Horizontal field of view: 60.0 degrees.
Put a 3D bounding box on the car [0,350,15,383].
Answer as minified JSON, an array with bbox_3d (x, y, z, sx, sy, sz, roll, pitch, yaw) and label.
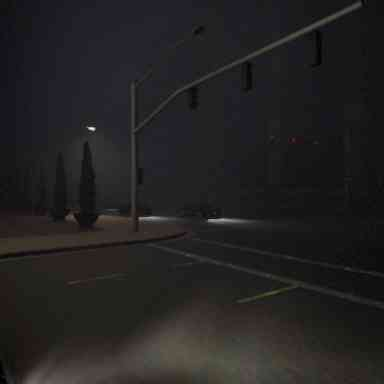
[{"bbox_3d":[-3.286,1.362,1.480,4.553,1.767,2.097,0,0,-35],"label":"car"}]

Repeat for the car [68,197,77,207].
[{"bbox_3d":[-18.896,1.513,50.418,1.837,1.490,4.892,0,0,-35],"label":"car"}]

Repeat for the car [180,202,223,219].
[{"bbox_3d":[0.738,1.544,28.703,1.994,1.385,4.181,0,0,-35],"label":"car"}]

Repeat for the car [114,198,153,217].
[{"bbox_3d":[-5.317,1.562,31.191,1.994,1.385,4.181,0,0,-35],"label":"car"}]

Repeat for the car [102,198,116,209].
[{"bbox_3d":[-10.708,1.512,44.872,1.812,1.442,4.674,0,0,-35],"label":"car"}]
